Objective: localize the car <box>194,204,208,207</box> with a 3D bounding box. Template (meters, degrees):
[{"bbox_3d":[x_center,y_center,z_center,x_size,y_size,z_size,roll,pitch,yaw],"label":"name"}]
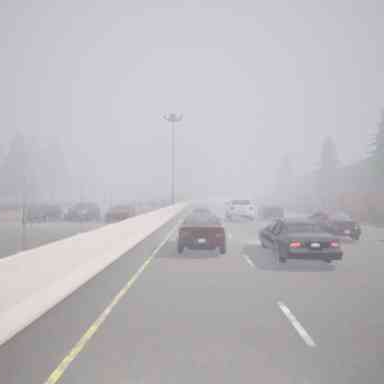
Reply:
[{"bbox_3d":[0.923,1.944,33.590,1.812,1.442,4.674,0,-1,1],"label":"car"}]

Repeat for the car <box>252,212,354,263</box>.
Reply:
[{"bbox_3d":[3.865,1.712,12.722,2.033,1.411,5.357,0,-1,2],"label":"car"}]

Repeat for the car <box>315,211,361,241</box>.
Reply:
[{"bbox_3d":[7.508,1.763,18.249,1.812,1.442,4.674,0,-1,1],"label":"car"}]

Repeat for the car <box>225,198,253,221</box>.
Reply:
[{"bbox_3d":[4.377,1.618,31.407,2.150,2.045,5.566,0,-1,2],"label":"car"}]

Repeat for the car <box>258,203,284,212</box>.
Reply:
[{"bbox_3d":[7.947,1.910,33.924,1.882,1.535,5.008,0,-1,2],"label":"car"}]

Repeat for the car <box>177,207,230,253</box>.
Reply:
[{"bbox_3d":[0.419,1.661,14.614,1.882,1.535,5.008,0,-1,2],"label":"car"}]
